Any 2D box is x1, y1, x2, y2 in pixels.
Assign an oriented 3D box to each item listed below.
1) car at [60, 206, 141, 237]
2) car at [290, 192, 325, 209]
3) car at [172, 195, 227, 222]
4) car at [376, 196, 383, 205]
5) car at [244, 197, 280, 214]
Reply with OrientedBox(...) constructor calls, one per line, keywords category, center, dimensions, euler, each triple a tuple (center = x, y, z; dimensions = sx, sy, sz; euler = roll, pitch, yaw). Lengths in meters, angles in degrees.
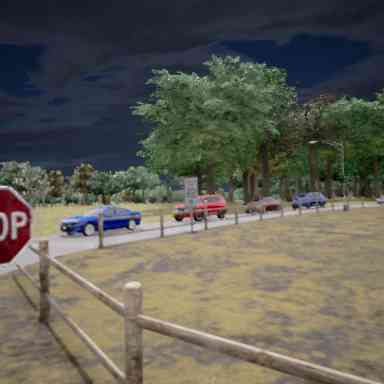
OrientedBox(category="car", center=(-5.200, 1.601, 19.384), dimensions=(1.882, 1.535, 5.008), euler=(-2, -1, 36))
OrientedBox(category="car", center=(14.829, 1.115, 42.399), dimensions=(5.566, 2.045, 2.150), euler=(-1, -1, -41))
OrientedBox(category="car", center=(0.724, 1.293, 27.406), dimensions=(2.150, 2.045, 5.566), euler=(-2, -1, 37))
OrientedBox(category="car", center=(29.402, 1.170, 49.247), dimensions=(4.718, 1.301, 1.895), euler=(-1, -2, -30))
OrientedBox(category="car", center=(7.416, 1.346, 35.239), dimensions=(2.097, 1.767, 4.553), euler=(-3, -1, 43))
